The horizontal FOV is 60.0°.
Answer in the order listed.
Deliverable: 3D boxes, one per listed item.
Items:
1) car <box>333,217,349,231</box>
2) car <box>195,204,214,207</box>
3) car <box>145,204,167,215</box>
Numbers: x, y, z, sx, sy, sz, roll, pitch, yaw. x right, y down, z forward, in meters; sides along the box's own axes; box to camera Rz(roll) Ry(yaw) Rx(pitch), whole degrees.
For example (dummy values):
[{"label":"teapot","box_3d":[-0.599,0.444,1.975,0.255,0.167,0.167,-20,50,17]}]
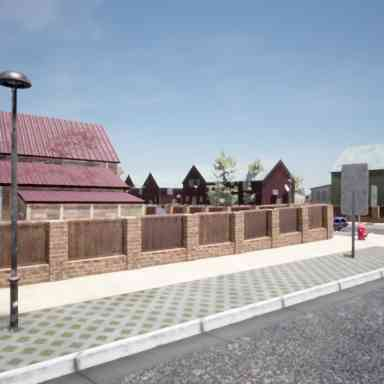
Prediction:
[{"label":"car","box_3d":[8.013,1.922,22.620,1.895,1.301,4.718,1,-2,-36]},{"label":"car","box_3d":[1.024,2.179,37.350,2.097,1.767,4.553,1,-2,-36]},{"label":"car","box_3d":[-4.849,2.285,40.479,2.097,1.767,4.553,1,-2,-36]}]
